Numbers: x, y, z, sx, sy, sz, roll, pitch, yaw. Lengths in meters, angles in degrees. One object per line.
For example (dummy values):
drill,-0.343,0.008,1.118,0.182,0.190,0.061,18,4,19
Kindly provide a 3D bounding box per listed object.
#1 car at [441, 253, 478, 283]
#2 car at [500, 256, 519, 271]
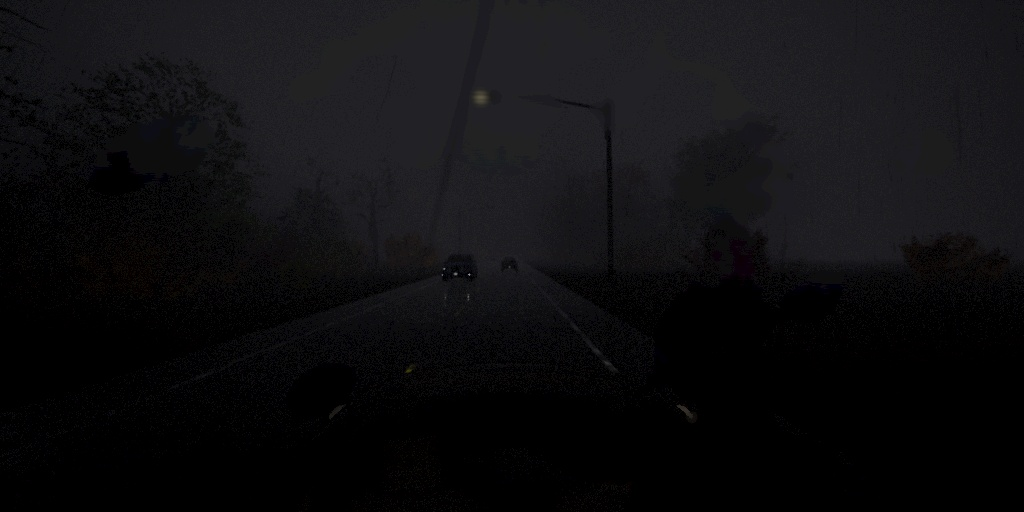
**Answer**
car,-3.844,0.828,27.034,2.150,2.045,5.566,-1,1,0
car,-0.292,0.931,41.814,1.837,1.490,4.892,-1,1,-1
